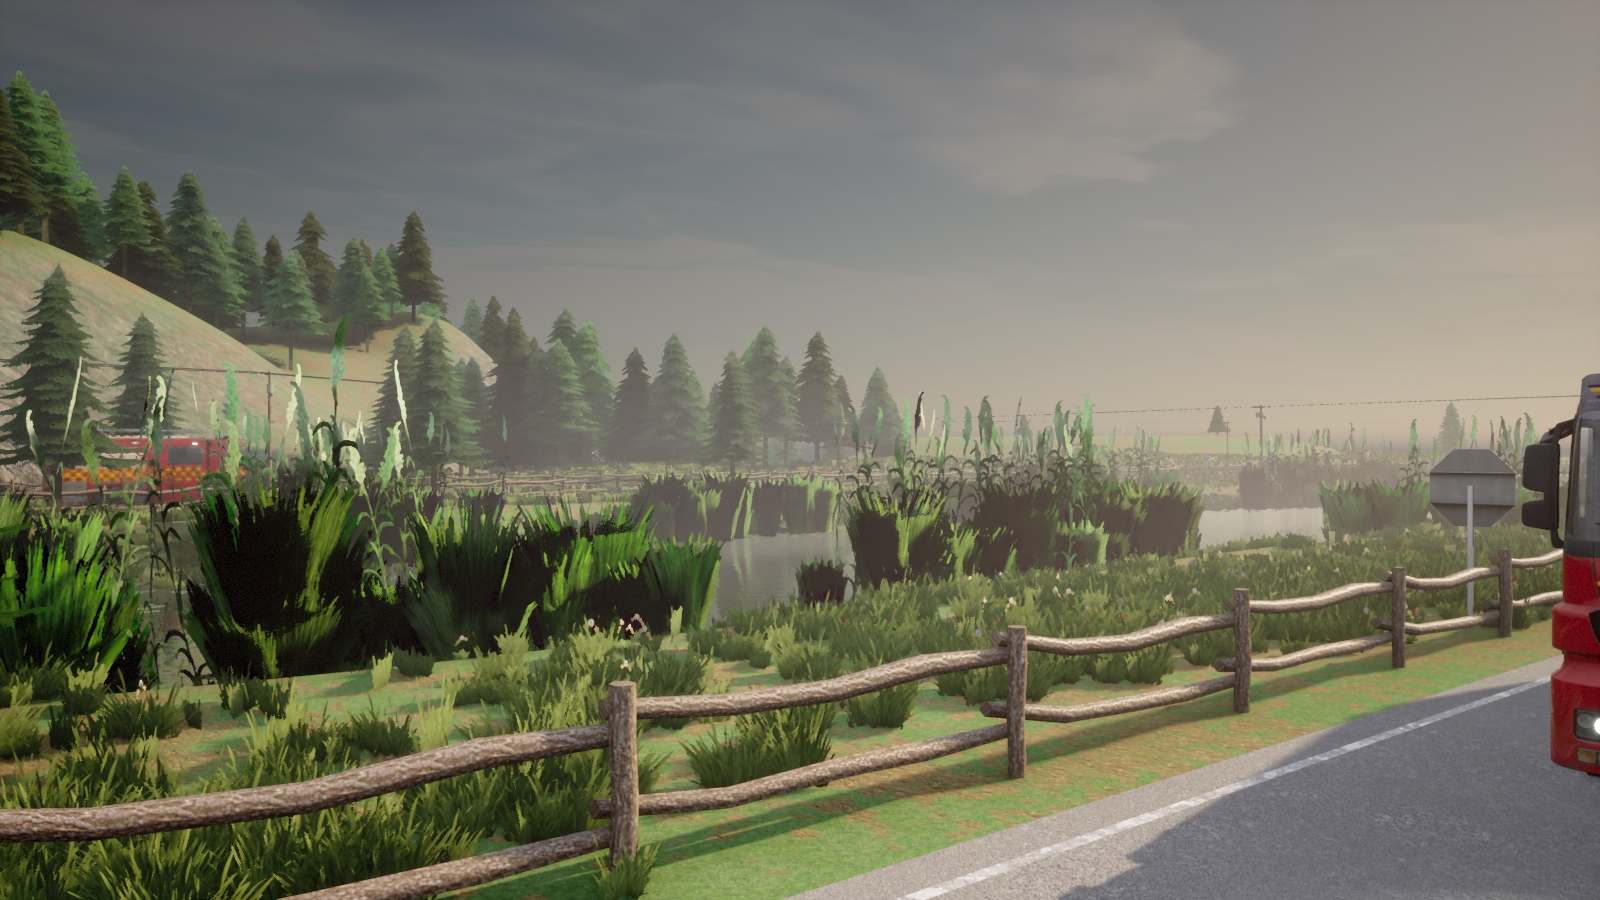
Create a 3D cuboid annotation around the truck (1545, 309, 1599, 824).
[{"bbox_3d":[9.563,0.862,10.966,2.891,3.827,8.468,0,0,41],"label":"truck"}]
